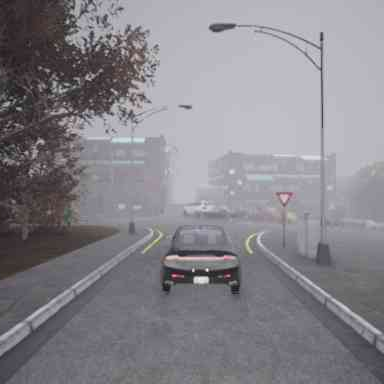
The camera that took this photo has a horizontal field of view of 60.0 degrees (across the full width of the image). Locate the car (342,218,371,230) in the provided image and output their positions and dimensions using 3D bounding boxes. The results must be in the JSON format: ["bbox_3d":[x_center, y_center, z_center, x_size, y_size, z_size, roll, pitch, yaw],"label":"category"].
[{"bbox_3d":[21.451,4.267,45.793,2.002,1.452,4.674,6,-3,-31],"label":"car"}]

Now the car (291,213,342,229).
[{"bbox_3d":[14.623,3.479,39.096,4.718,1.301,1.895,5,-2,-11],"label":"car"}]

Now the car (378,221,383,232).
[{"bbox_3d":[23.723,4.133,36.965,4.674,1.442,1.812,6,-2,-11],"label":"car"}]

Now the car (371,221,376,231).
[{"bbox_3d":[24.410,4.552,46.377,2.002,1.452,4.674,7,-4,-31],"label":"car"}]

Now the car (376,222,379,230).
[{"bbox_3d":[25.888,4.492,41.342,4.674,1.442,1.812,6,-2,-11],"label":"car"}]

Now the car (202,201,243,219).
[{"bbox_3d":[3.754,2.428,42.239,2.185,1.767,4.553,4,-3,-32],"label":"car"}]

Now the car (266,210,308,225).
[{"bbox_3d":[12.514,3.370,44.204,1.946,1.575,5.366,6,-3,-31],"label":"car"}]

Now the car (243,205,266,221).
[{"bbox_3d":[6.714,2.675,42.808,2.185,1.767,4.553,6,-3,-32],"label":"car"}]

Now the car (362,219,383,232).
[{"bbox_3d":[27.275,4.794,47.099,1.946,1.575,5.366,6,-3,-31],"label":"car"}]

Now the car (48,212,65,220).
[{"bbox_3d":[-15.456,2.652,33.733,5.357,1.411,2.033,-2,-2,18],"label":"car"}]

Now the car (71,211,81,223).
[{"bbox_3d":[-14.261,2.665,36.174,4.674,1.442,1.812,-3,-2,22],"label":"car"}]

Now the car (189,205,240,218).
[{"bbox_3d":[2.458,2.447,36.659,4.718,1.301,1.895,3,-2,-10],"label":"car"}]

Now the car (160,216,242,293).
[{"bbox_3d":[0.231,1.648,9.263,2.128,1.511,4.902,0,-1,1],"label":"car"}]

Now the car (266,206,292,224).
[{"bbox_3d":[9.698,2.838,43.436,2.435,2.045,5.566,7,-4,-32],"label":"car"}]
